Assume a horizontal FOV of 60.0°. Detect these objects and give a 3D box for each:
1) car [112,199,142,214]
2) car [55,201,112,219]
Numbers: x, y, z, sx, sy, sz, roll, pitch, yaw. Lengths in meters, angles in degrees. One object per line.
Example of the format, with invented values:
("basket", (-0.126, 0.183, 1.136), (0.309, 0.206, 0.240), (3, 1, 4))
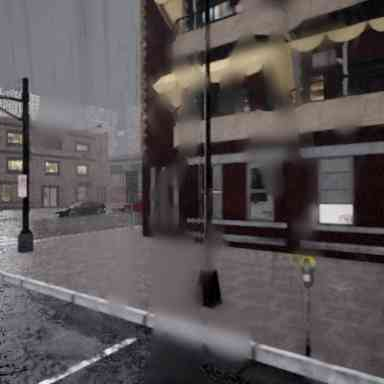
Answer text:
("car", (-5.862, 1.347, 32.233), (1.802, 1.307, 4.206), (1, 1, 35))
("car", (-9.168, 1.396, 27.594), (1.947, 1.339, 4.313), (1, 1, 35))
